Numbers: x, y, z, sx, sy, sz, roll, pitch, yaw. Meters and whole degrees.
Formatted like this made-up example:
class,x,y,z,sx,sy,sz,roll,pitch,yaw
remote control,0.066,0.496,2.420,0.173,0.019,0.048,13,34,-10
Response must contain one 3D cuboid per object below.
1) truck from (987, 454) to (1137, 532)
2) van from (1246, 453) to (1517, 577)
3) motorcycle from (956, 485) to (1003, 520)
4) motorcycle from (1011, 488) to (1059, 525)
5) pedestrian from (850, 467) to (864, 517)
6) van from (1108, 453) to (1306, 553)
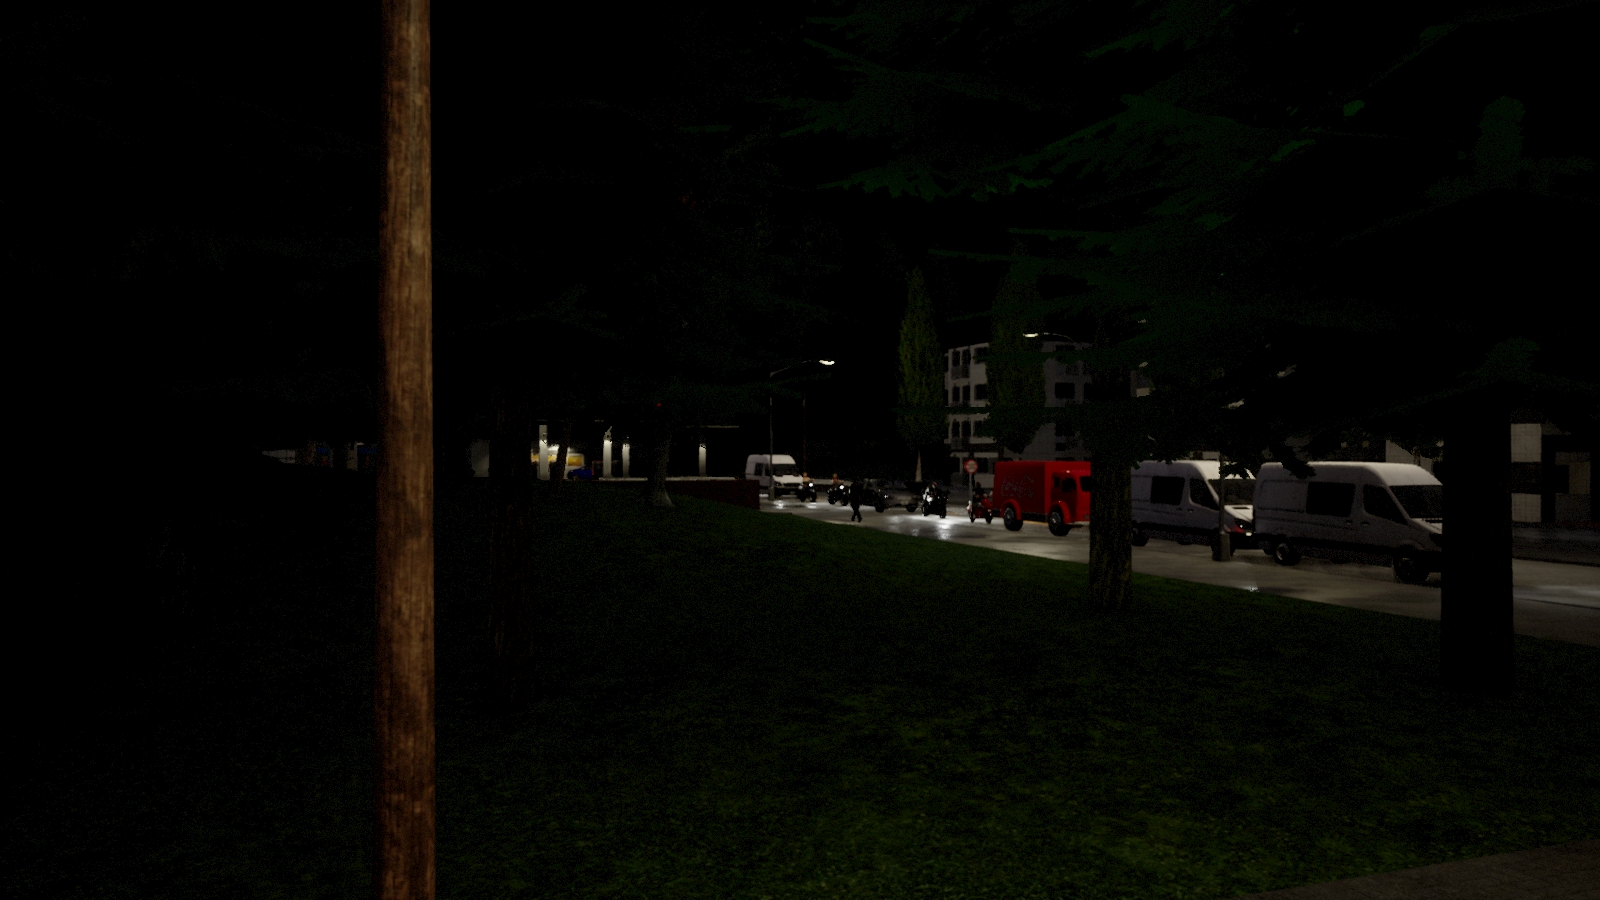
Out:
class,x,y,z,sx,sy,sz,roll,pitch,yaw
truck,8.907,1.393,39.394,2.627,2.467,5.204,0,0,-20
van,13.411,1.360,26.910,1.988,2.561,5.915,0,0,-20
motorcycle,6.992,2.030,44.695,0.867,1.251,2.209,0,0,-20
motorcycle,8.398,2.007,40.853,0.856,1.236,1.805,0,0,-20
pedestrian,2.127,1.560,42.600,0.375,1.860,0.375,0,0,-19
van,11.383,1.360,32.523,1.988,2.561,5.915,0,0,-20
